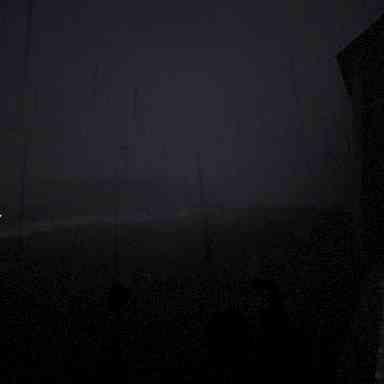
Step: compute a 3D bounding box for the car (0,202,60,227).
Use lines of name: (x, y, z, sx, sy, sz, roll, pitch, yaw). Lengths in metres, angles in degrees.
car: (-11.526, 1.472, 22.884, 2.128, 1.511, 4.902, 0, 0, 30)

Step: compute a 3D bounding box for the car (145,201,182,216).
car: (-2.583, 1.538, 31.783, 1.994, 1.385, 4.181, 0, 0, 30)
